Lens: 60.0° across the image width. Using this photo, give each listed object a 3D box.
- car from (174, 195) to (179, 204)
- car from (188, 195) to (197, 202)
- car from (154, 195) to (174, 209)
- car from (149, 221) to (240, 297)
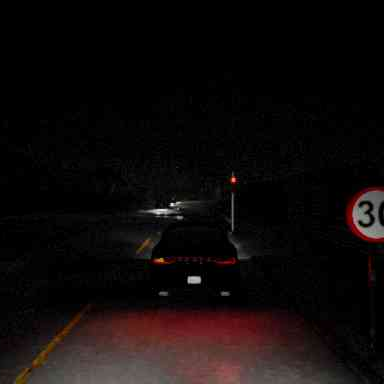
[{"bbox_3d":[-3.948,1.558,61.526,1.994,1.385,4.181,0,0,1],"label":"car"},{"bbox_3d":[0.135,1.332,71.405,1.812,1.442,4.674,0,0,0],"label":"car"},{"bbox_3d":[-4.009,1.487,45.558,2.128,1.511,4.902,0,0,0],"label":"car"},{"bbox_3d":[0.068,1.477,8.629,1.882,1.535,5.008,0,0,1],"label":"car"}]
